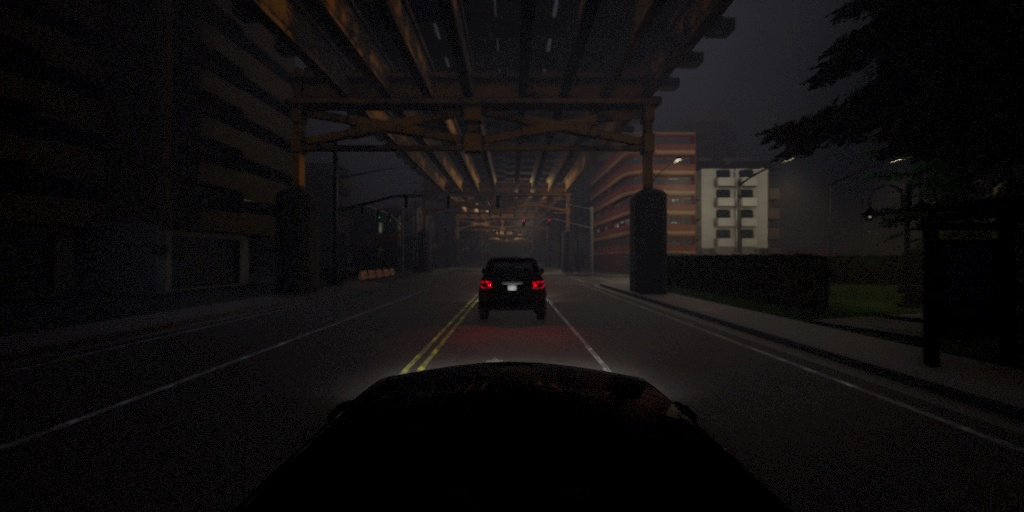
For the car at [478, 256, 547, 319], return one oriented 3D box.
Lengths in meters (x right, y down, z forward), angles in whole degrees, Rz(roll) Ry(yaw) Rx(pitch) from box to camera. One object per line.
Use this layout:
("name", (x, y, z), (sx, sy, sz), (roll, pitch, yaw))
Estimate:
("car", (0.030, 1.036, 13.234), (2.150, 2.045, 5.566), (0, 0, 0))
